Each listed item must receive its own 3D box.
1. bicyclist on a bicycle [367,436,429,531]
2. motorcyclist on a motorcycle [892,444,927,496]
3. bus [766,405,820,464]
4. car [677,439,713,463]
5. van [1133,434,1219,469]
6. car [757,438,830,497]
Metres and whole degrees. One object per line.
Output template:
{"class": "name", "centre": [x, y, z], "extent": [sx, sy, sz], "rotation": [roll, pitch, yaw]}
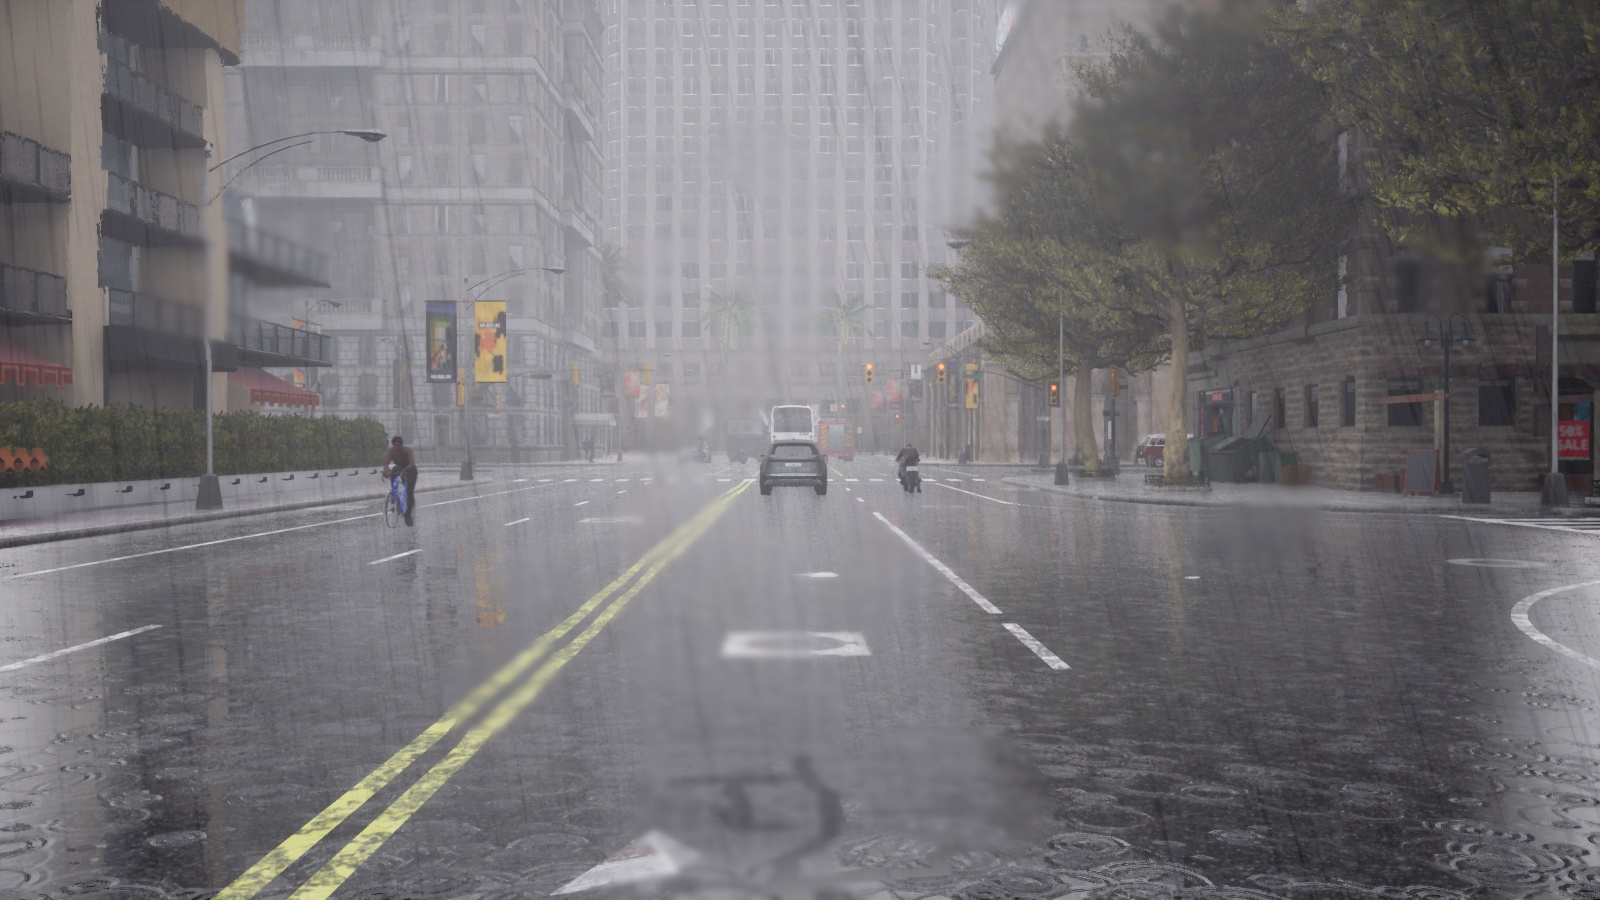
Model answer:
{"class": "bicyclist on a bicycle", "centre": [-7.104, 0.568, 22.247], "extent": [0.582, 1.620, 1.656], "rotation": [0, 1, 0]}
{"class": "motorcyclist on a motorcycle", "centre": [3.298, 0.569, 38.045], "extent": [0.866, 1.530, 2.191], "rotation": [0, 0, 0]}
{"class": "bus", "centre": [-0.563, -1.176, 96.594], "extent": [3.944, 4.253, 10.273], "rotation": [0, 0, 0]}
{"class": "car", "centre": [-7.522, 0.073, 90.049], "extent": [2.242, 1.667, 4.611], "rotation": [0, 1, -1]}
{"class": "van", "centre": [22.090, 0.071, 73.871], "extent": [4.480, 2.038, 2.069], "rotation": [0, 0, 1]}
{"class": "car", "centre": [-0.196, 0.465, 37.376], "extent": [2.033, 1.649, 4.856], "rotation": [0, 0, 0]}
